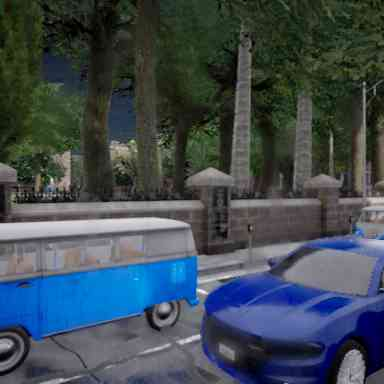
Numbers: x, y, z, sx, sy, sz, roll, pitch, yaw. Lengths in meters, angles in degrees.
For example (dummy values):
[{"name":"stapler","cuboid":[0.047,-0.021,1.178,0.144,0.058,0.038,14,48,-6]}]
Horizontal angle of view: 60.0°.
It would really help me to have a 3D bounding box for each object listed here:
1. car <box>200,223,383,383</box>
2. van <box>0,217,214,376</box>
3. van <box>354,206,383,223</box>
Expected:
[{"name":"car","cuboid":[2.415,1.490,5.109,5.008,1.535,1.882,0,0,-36]},{"name":"van","cuboid":[-1.789,1.345,5.262,3.998,1.788,1.690,0,0,-36]},{"name":"van","cuboid":[7.413,1.372,11.847,3.998,1.788,1.690,0,0,-36]}]
